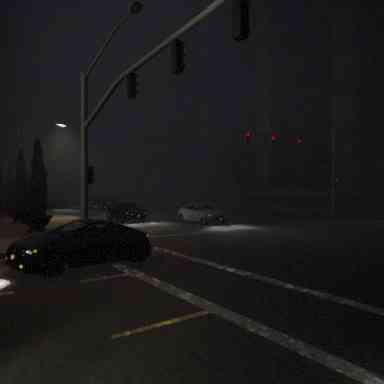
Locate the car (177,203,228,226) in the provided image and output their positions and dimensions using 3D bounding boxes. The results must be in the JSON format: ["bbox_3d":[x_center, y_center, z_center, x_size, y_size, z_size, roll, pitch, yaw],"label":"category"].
[{"bbox_3d":[0.626,1.574,24.388,1.812,1.442,4.674,0,0,-35],"label":"car"}]

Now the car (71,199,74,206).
[{"bbox_3d":[-21.256,1.609,55.910,1.812,1.442,4.674,0,0,-35],"label":"car"}]

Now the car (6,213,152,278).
[{"bbox_3d":[-3.315,1.560,10.253,4.181,1.385,1.994,0,0,-41],"label":"car"}]

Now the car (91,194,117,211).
[{"bbox_3d":[-10.565,1.269,40.411,2.150,2.045,5.566,0,0,-35],"label":"car"}]

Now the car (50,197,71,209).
[{"bbox_3d":[-18.785,1.651,46.117,1.895,1.301,4.718,0,0,-35],"label":"car"}]

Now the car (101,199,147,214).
[{"bbox_3d":[-5.349,1.555,26.808,1.837,1.490,4.892,0,0,-35],"label":"car"}]
